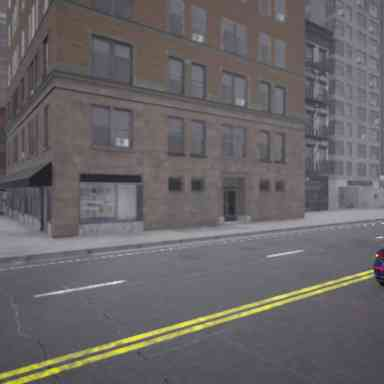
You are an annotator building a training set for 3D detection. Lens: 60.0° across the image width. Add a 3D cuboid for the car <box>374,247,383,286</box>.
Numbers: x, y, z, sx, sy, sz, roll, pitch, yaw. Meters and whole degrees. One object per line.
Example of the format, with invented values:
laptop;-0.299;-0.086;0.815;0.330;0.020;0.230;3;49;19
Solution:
car;6.086;1.488;7.799;4.674;1.442;1.812;0;0;-34
